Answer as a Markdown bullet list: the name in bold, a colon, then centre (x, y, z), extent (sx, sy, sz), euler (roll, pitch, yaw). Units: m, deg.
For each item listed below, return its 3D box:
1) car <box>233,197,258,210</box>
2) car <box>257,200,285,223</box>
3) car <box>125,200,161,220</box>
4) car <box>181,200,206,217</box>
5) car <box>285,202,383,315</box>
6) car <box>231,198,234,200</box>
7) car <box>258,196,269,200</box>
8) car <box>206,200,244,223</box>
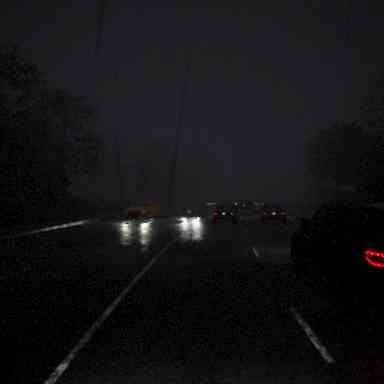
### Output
- **car**: centre (6.932, 1.606, 42.554), extent (1.994, 1.385, 4.181), euler (0, 0, 17)
- **car**: centre (6.268, 1.580, 25.971), extent (2.033, 1.411, 5.357), euler (0, 0, 11)
- **car**: centre (-4.090, 1.478, 28.431), extent (1.882, 1.535, 5.008), euler (0, 0, 12)
- **car**: centre (0.307, 1.507, 32.318), extent (2.128, 1.511, 4.902), euler (0, 0, 13)
- **car**: centre (3.935, 1.235, 7.663), extent (2.150, 2.045, 5.566), euler (0, 0, 3)
- **car**: centre (9.219, 1.606, 67.383), extent (1.994, 1.385, 4.181), euler (0, 0, 27)
- **car**: centre (15.106, 1.495, 71.055), extent (1.812, 1.442, 4.674), euler (0, 0, 28)
- **car**: centre (2.666, 1.568, 25.618), extent (2.033, 1.411, 5.357), euler (0, 0, 11)
